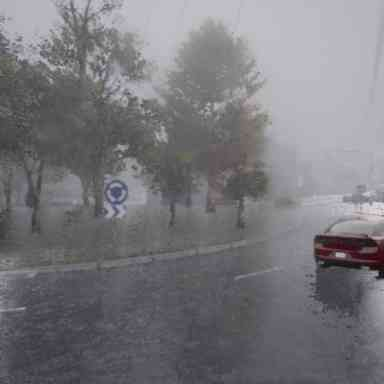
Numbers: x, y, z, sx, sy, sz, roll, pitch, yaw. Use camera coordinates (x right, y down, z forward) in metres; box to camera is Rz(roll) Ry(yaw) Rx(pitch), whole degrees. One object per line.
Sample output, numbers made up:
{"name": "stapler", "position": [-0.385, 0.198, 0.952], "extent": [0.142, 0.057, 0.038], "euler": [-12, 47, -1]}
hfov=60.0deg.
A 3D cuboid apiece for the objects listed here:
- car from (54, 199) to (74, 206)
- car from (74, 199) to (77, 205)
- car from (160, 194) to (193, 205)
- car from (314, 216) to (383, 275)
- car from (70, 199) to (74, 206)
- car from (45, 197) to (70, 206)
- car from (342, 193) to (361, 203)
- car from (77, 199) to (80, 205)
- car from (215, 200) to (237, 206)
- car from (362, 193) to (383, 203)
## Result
{"name": "car", "position": [-33.060, 2.691, 85.998], "extent": [4.553, 1.767, 2.185], "euler": [1, -3, -29]}
{"name": "car", "position": [-32.567, 2.446, 83.100], "extent": [5.566, 2.045, 2.435], "euler": [1, -3, -29]}
{"name": "car", "position": [-2.610, 1.326, 56.709], "extent": [5.566, 2.045, 2.150], "euler": [0, -2, 22]}
{"name": "car", "position": [5.695, 1.528, 10.801], "extent": [1.882, 1.535, 5.008], "euler": [-2, -1, 43]}
{"name": "car", "position": [-32.159, 2.322, 80.128], "extent": [5.566, 2.045, 2.435], "euler": [1, -2, -29]}
{"name": "car", "position": [-31.667, 2.454, 77.201], "extent": [4.892, 1.521, 2.231], "euler": [1, -2, -29]}
{"name": "car", "position": [25.914, 0.931, 53.080], "extent": [4.674, 1.442, 1.812], "euler": [-4, 1, -32]}
{"name": "car", "position": [-33.625, 2.926, 88.847], "extent": [5.366, 1.575, 1.946], "euler": [1, -2, -28]}
{"name": "car", "position": [4.272, 1.398, 47.961], "extent": [2.128, 1.511, 4.902], "euler": [3, -2, -41]}
{"name": "car", "position": [28.281, 0.843, 50.605], "extent": [4.181, 1.385, 1.994], "euler": [-4, 1, -32]}
